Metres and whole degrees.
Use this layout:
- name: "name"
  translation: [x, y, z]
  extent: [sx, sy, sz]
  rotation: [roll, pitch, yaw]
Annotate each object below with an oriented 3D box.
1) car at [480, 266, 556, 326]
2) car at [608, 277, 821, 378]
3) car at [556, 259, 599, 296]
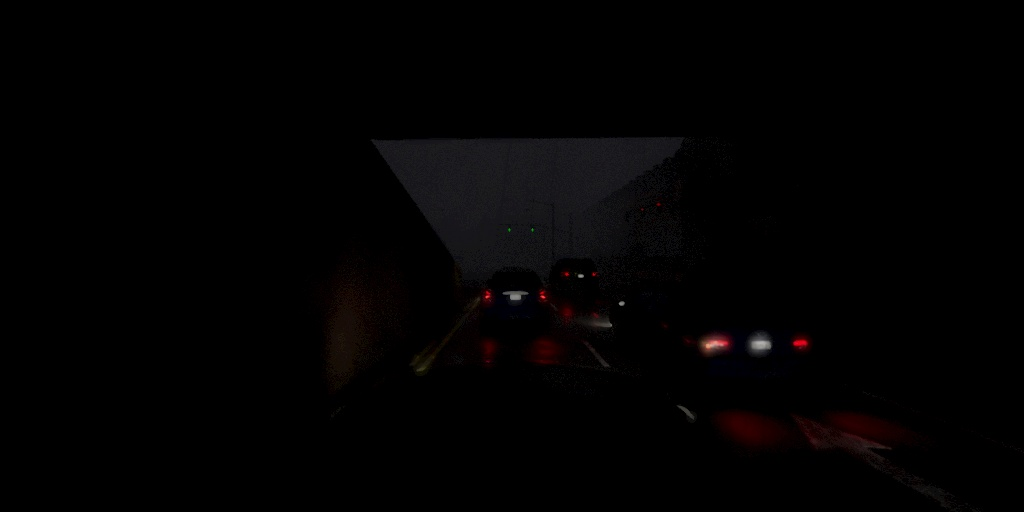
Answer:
- name: "car"
  translation: [0.106, 1.217, 12.260]
  extent: [2.097, 1.767, 4.553]
  rotation: [0, -1, 0]
- name: "car"
  translation: [3.605, 1.363, 7.691]
  extent: [2.033, 1.411, 5.357]
  rotation: [0, -1, 0]
- name: "car"
  translation: [3.588, 1.184, 21.359]
  extent: [2.150, 2.045, 5.566]
  rotation: [0, -1, 0]
